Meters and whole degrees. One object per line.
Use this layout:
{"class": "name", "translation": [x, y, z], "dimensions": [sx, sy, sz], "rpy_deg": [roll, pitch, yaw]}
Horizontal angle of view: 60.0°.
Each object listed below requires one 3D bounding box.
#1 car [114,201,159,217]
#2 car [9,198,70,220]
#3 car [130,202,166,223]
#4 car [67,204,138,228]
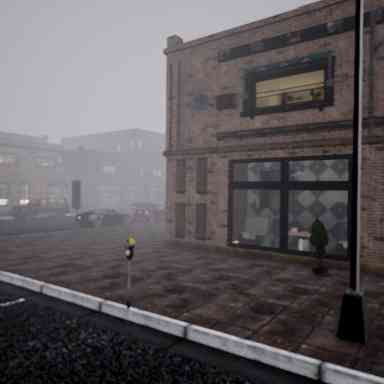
{"class": "car", "translation": [-5.757, 1.765, 34.962], "dimensions": [1.812, 1.442, 4.674], "rpy_deg": [1, 0, 36]}
{"class": "car", "translation": [-13.174, 1.429, 29.188], "dimensions": [2.192, 1.841, 5.009], "rpy_deg": [0, 0, 36]}
{"class": "car", "translation": [-3.135, 1.734, 28.735], "dimensions": [1.967, 1.590, 4.097], "rpy_deg": [0, 0, 36]}
{"class": "car", "translation": [-6.405, 1.807, 24.251], "dimensions": [1.947, 1.339, 4.313], "rpy_deg": [0, 0, 36]}
